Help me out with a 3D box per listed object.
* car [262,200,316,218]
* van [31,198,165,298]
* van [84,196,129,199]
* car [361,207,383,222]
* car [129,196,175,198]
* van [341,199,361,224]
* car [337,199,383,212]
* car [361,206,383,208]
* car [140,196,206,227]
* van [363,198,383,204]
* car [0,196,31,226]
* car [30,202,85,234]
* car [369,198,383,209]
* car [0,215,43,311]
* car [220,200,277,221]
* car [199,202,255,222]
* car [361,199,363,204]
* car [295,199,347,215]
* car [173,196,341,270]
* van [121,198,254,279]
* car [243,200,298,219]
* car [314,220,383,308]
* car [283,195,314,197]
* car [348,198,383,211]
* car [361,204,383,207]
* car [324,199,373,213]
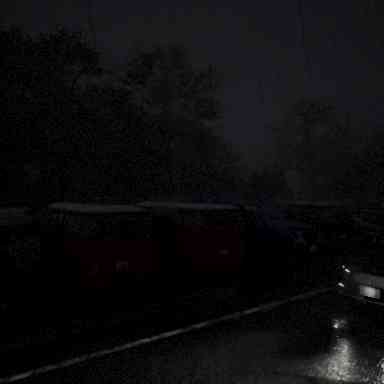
[{"bbox_3d":[9.665,1.613,33.527,2.231,1.521,4.892,0,0,-36],"label":"car"},{"bbox_3d":[-2.715,1.279,8.751,1.878,1.987,4.442,1,0,-36],"label":"van"},{"bbox_3d":[-6.219,1.317,22.324,1.878,1.987,4.442,1,0,-36],"label":"van"},{"bbox_3d":[6.472,1.581,15.182,2.231,1.521,4.892,0,0,-36],"label":"car"},{"bbox_3d":[-3.909,1.311,23.867,2.435,2.045,5.566,1,0,-36],"label":"car"},{"bbox_3d":[4.125,1.340,13.640,1.878,1.987,4.442,0,0,-36],"label":"van"},{"bbox_3d":[20.935,1.634,41.625,2.163,1.488,4.792,0,0,-36],"label":"car"},{"bbox_3d":[8.758,1.634,16.805,2.002,1.452,4.674,0,0,-36],"label":"car"},{"bbox_3d":[-1.617,1.327,25.435,2.435,2.045,5.566,0,0,-36],"label":"car"},{"bbox_3d":[13.254,1.382,20.165,1.878,1.987,4.442,0,0,-36],"label":"van"},{"bbox_3d":[-10.683,1.250,19.025,2.435,2.045,5.566,1,0,-36],"label":"car"},{"bbox_3d":[-8.517,1.519,20.766,1.946,1.575,5.366,1,0,-36],"label":"car"},{"bbox_3d":[27.743,1.630,46.420,2.163,1.488,4.792,0,0,-36],"label":"car"},{"bbox_3d":[-4.925,1.485,7.020,2.231,1.521,4.892,1,0,-36],"label":"car"},{"bbox_3d":[5.035,1.604,30.451,1.946,1.575,5.366,0,0,-36],"label":"car"},{"bbox_3d":[2.905,1.633,28.665,2.163,1.488,4.792,0,0,-36],"label":"car"},{"bbox_3d":[16.433,1.608,38.377,2.097,1.535,5.008,0,0,-36],"label":"car"},{"bbox_3d":[14.174,1.609,36.763,2.097,1.535,5.008,0,0,-36],"label":"car"},{"bbox_3d":[1.931,1.295,11.894,2.435,2.045,5.566,1,0,-36],"label":"car"},{"bbox_3d":[-0.434,1.300,10.381,1.878,1.987,4.442,1,0,-36],"label":"van"},{"bbox_3d":[7.405,1.611,31.912,2.097,1.535,5.008,0,0,-36],"label":"car"},{"bbox_3d":[5.176,1.536,7.373,4.902,1.511,2.128,0,0,-35],"label":"car"},{"bbox_3d":[11.936,1.359,35.121,2.435,2.045,5.566,0,0,-36],"label":"car"},{"bbox_3d":[23.317,1.600,43.064,1.946,1.575,5.366,0,0,-36],"label":"car"},{"bbox_3d":[11.024,1.634,18.464,2.163,1.488,4.792,0,0,-36],"label":"car"},{"bbox_3d":[18.690,1.607,39.992,2.231,1.521,4.892,0,0,-36],"label":"car"}]
